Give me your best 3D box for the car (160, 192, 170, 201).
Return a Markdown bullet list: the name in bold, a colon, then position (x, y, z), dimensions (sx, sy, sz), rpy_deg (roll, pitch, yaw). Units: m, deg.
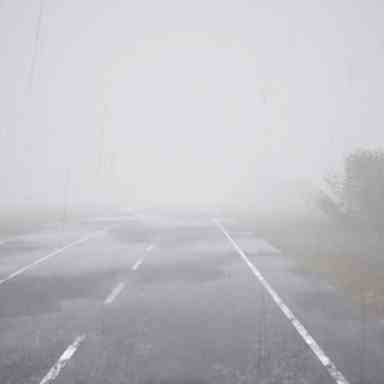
- **car**: position (-6.573, 1.129, 82.811), dimensions (2.150, 2.045, 5.566), rpy_deg (0, 0, 0)
